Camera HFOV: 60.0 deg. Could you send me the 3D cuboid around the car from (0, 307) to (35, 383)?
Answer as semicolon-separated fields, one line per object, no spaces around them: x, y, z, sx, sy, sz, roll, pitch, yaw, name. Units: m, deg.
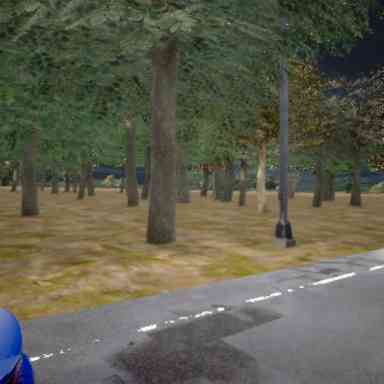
-3.482;1.474;1.510;5.008;1.535;1.882;0;0;-35;car
